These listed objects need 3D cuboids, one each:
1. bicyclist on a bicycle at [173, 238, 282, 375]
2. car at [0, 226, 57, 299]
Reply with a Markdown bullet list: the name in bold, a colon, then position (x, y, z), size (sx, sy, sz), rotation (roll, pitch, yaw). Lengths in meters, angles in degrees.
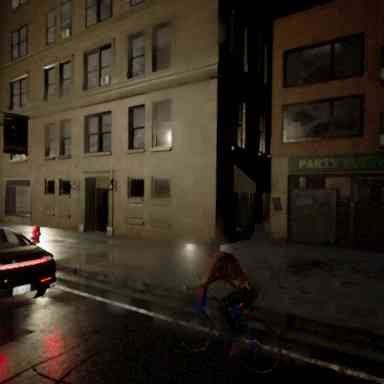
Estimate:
- **bicyclist on a bicycle**: position (0.395, 1.451, 4.393), size (1.656, 1.620, 0.582), rotation (0, 0, 36)
- **car**: position (-4.921, 1.487, 7.235), size (4.902, 1.511, 2.128), rotation (0, 0, 36)
